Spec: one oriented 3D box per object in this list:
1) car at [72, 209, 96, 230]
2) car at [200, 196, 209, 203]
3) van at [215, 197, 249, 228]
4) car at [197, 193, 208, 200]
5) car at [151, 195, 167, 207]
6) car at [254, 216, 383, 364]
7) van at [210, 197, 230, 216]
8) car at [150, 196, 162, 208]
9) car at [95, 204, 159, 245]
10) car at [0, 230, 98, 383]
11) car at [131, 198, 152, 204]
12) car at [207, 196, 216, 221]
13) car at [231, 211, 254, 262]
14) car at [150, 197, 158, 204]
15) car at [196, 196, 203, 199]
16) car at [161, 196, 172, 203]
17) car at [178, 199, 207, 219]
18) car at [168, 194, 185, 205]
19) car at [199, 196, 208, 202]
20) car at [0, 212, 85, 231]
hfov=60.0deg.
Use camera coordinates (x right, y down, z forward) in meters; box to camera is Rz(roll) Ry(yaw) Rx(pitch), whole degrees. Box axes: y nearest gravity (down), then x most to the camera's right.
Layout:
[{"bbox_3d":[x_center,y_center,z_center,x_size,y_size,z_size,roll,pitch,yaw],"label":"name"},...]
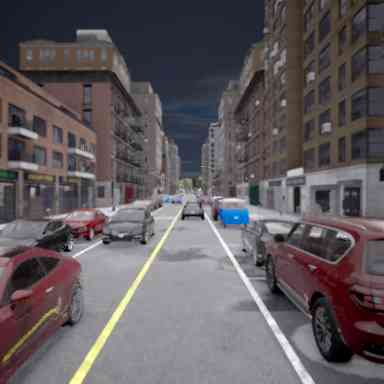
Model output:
[{"bbox_3d":[-5.402,1.557,16.652,1.887,1.381,4.507,0,0,0],"label":"car"},{"bbox_3d":[2.649,1.577,70.885,1.752,1.417,4.829,0,0,0],"label":"car"},{"bbox_3d":[2.691,1.358,22.059,1.690,1.788,3.998,0,0,0],"label":"van"},{"bbox_3d":[2.266,1.393,55.355,2.097,1.767,4.553,0,0,0],"label":"car"},{"bbox_3d":[-5.392,1.350,49.090,2.192,1.841,5.009,0,0,0],"label":"car"},{"bbox_3d":[2.705,1.320,5.841,2.192,1.841,5.009,0,0,0],"label":"car"},{"bbox_3d":[2.682,1.365,32.872,1.690,1.788,3.998,0,0,0],"label":"van"},{"bbox_3d":[-5.394,1.597,43.683,1.947,1.339,4.313,0,0,0],"label":"car"},{"bbox_3d":[-2.835,1.518,15.710,1.837,1.490,4.892,0,0,0],"label":"car"},{"bbox_3d":[-2.847,1.529,4.363,1.812,1.442,4.674,0,0,0],"label":"car"},{"bbox_3d":[-5.397,1.549,32.702,1.752,1.417,4.829,0,0,0],"label":"car"},{"bbox_3d":[2.687,1.336,27.466,2.192,1.841,5.009,0,0,0],"label":"car"},{"bbox_3d":[2.701,1.560,11.247,2.008,1.369,4.403,0,0,0],"label":"car"},{"bbox_3d":[-5.395,1.578,38.277,2.008,1.369,4.403,0,0,0],"label":"car"},{"bbox_3d":[0.077,1.597,44.770,1.994,1.385,4.181,0,0,0],"label":"car"},{"bbox_3d":[-5.385,1.602,70.715,2.008,1.369,4.403,0,0,0],"label":"car"},{"bbox_3d":[0.077,1.586,29.025,1.994,1.385,4.181,0,0,0],"label":"car"},{"bbox_3d":[-2.792,1.521,59.978,1.882,1.535,5.008,0,0,1],"label":"car"},{"bbox_3d":[2.644,1.606,76.121,2.008,1.369,4.403,0,0,0],"label":"car"},{"bbox_3d":[-5.404,1.574,11.246,1.947,1.339,4.313,0,0,0],"label":"car"}]
